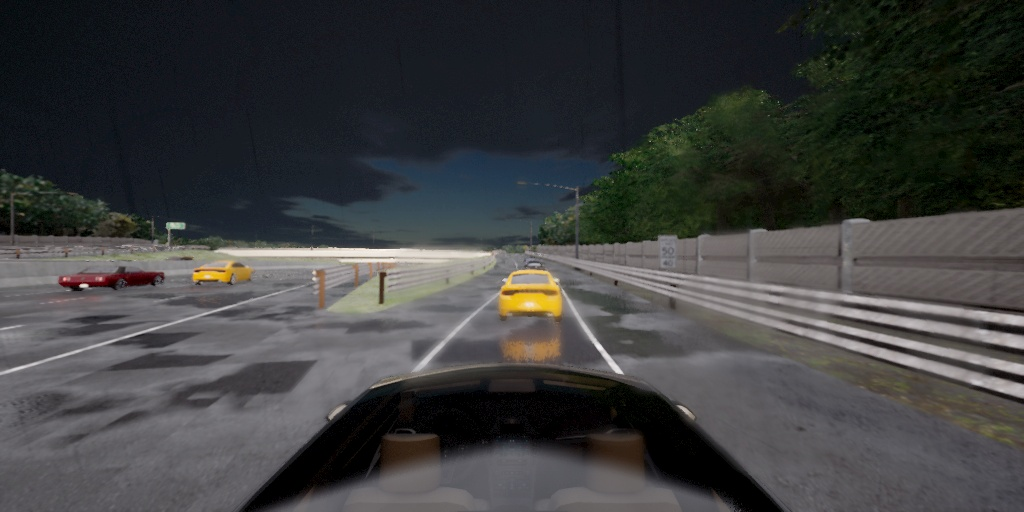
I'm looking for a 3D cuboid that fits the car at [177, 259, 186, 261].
[{"bbox_3d":[-40.464,1.339,46.293,1.895,1.301,4.718,1,-1,-17],"label":"car"}]

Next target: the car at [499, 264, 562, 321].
[{"bbox_3d":[0.662,1.230,12.619,1.882,1.535,5.008,0,0,4],"label":"car"}]

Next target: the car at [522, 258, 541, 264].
[{"bbox_3d":[2.020,1.192,32.845,1.812,1.442,4.674,0,1,3],"label":"car"}]

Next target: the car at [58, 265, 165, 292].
[{"bbox_3d":[-21.316,1.159,19.461,1.895,1.301,4.718,1,0,-17],"label":"car"}]

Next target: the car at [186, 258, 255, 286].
[{"bbox_3d":[-18.994,1.093,23.901,1.882,1.535,5.008,1,-1,-17],"label":"car"}]
